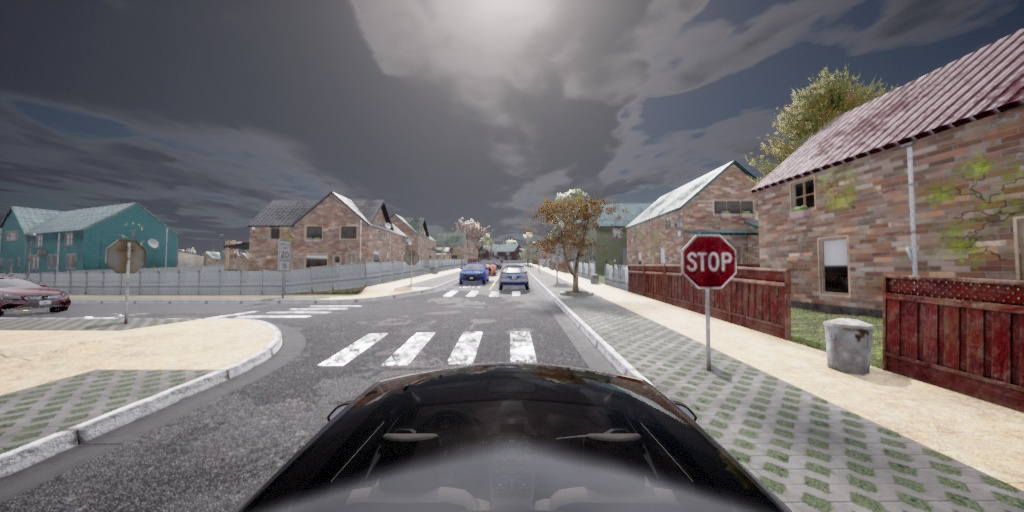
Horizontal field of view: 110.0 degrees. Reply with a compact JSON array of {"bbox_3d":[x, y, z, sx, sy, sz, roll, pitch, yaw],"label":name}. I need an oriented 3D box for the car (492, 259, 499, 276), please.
[{"bbox_3d":[-2.767,1.170,38.328,2.097,1.767,4.553,0,0,0],"label":"car"}]

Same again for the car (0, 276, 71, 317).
[{"bbox_3d":[-19.295,1.477,13.409,4.674,1.442,1.812,-1,-2,8],"label":"car"}]

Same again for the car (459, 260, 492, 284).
[{"bbox_3d":[-2.793,1.263,27.224,1.882,1.535,5.008,0,0,0],"label":"car"}]

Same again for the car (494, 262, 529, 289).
[{"bbox_3d":[0.132,1.323,23.374,2.033,1.411,5.357,0,0,0],"label":"car"}]

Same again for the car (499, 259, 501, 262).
[{"bbox_3d":[-2.674,1.248,56.969,2.097,1.767,4.553,0,0,1],"label":"car"}]
